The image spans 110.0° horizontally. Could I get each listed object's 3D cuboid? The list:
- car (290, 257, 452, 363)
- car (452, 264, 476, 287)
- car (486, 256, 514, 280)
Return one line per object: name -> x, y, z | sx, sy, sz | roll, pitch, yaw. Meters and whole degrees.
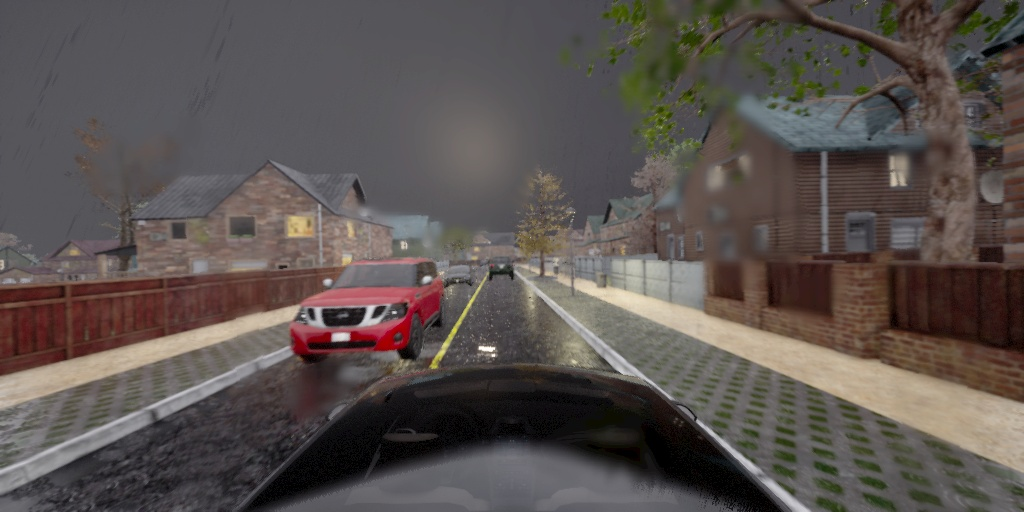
car -> -3.036, 1.054, 8.890 | 2.150, 2.045, 5.566 | -2, 0, -2
car -> -3.659, 1.352, 25.731 | 1.837, 1.490, 4.892 | -2, 0, -2
car -> -0.980, 1.005, 32.322 | 2.150, 2.045, 5.566 | -2, 0, -2
